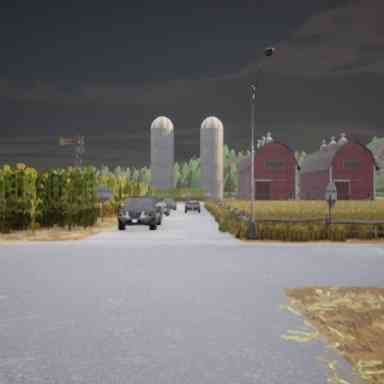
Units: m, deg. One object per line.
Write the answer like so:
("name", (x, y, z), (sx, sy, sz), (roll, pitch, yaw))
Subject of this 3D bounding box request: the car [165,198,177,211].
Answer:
("car", (-3.200, 1.634, 45.466), (2.097, 1.767, 4.553), (0, 0, 0))

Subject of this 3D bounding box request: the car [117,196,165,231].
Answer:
("car", (-3.210, 1.289, 21.354), (2.150, 2.045, 5.566), (0, -1, 0))

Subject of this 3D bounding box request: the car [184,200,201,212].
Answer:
("car", (0.078, 1.751, 42.008), (2.128, 1.511, 4.902), (0, 0, 0))

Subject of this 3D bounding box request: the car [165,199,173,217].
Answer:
("car", (-3.211, 1.718, 33.778), (1.812, 1.442, 4.674), (0, -1, 0))
